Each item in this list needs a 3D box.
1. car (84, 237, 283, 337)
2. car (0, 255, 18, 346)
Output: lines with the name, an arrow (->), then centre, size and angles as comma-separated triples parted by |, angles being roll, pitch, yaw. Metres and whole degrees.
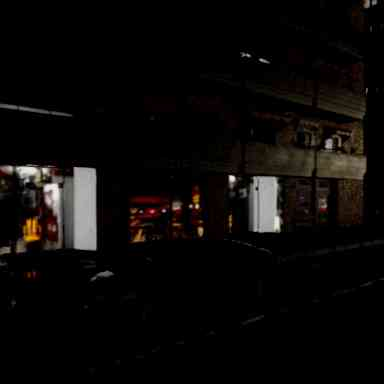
car -> 0.052, 1.590, 6.595 | 4.206, 1.307, 1.802 | 0, 0, -35
car -> -4.536, 1.311, 3.322 | 5.009, 1.841, 2.192 | 0, 0, -35
